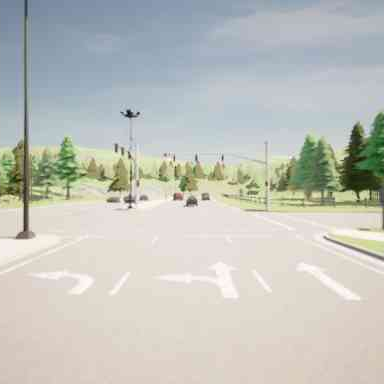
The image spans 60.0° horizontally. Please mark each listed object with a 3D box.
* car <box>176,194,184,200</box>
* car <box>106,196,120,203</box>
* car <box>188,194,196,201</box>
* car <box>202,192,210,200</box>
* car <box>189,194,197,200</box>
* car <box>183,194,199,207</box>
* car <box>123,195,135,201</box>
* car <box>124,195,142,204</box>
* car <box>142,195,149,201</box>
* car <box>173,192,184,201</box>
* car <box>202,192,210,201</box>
[{"bbox_3d":[-3.253,1.295,92.354,1.882,1.535,5.008,0,0,1],"label":"car"},{"bbox_3d":[-15.024,1.476,63.576,1.994,1.385,4.181,0,0,0],"label":"car"},{"bbox_3d":[0.030,1.365,81.992,1.882,1.535,5.008,0,0,1],"label":"car"},{"bbox_3d":[3.746,1.043,92.200,2.150,2.045,5.566,0,0,1],"label":"car"},{"bbox_3d":[0.246,1.343,92.262,2.128,1.511,4.902,0,0,1],"label":"car"},{"bbox_3d":[-0.007,1.435,50.973,1.837,1.490,4.892,0,0,0],"label":"car"},{"bbox_3d":[-14.991,1.437,79.658,1.994,1.385,4.181,0,0,0],"label":"car"},{"bbox_3d":[-11.523,1.462,63.212,2.033,1.411,5.357,0,0,0],"label":"car"},{"bbox_3d":[-11.494,1.390,79.390,1.837,1.490,4.892,0,0,0],"label":"car"},{"bbox_3d":[-3.474,1.111,81.608,2.150,2.045,5.566,0,0,1],"label":"car"},{"bbox_3d":[3.526,1.427,81.576,2.033,1.411,5.357,0,0,1],"label":"car"}]
